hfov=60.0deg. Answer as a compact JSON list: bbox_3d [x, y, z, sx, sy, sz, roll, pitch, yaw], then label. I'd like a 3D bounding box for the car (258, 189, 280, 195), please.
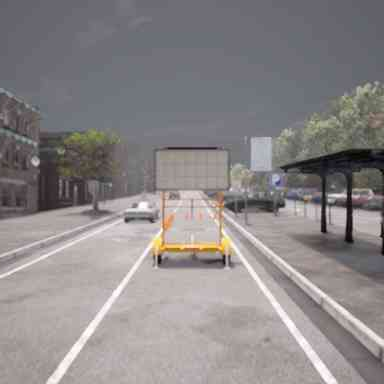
[{"bbox_3d":[18.753,0.035,81.289,4.892,1.521,2.231,0,1,0],"label":"car"}]

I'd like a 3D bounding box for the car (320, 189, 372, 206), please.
[{"bbox_3d":[18.775,0.676,39.652,5.566,2.045,2.435,0,1,0],"label":"car"}]

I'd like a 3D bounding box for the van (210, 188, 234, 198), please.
[{"bbox_3d":[5.807,0.215,64.080,4.442,1.987,1.878,0,1,0],"label":"van"}]

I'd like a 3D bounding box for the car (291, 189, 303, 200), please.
[{"bbox_3d":[18.813,0.710,53.539,4.792,1.488,2.163,0,1,0],"label":"car"}]

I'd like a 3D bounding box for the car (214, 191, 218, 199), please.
[{"bbox_3d":[5.716,0.894,41.654,5.008,1.535,2.097,0,1,0],"label":"car"}]

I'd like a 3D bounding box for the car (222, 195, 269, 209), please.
[{"bbox_3d":[5.731,1.023,36.049,4.674,1.452,2.002,0,1,0],"label":"car"}]

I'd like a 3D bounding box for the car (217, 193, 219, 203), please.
[{"bbox_3d":[5.547,1.025,33.245,5.366,1.575,1.946,0,1,0],"label":"car"}]

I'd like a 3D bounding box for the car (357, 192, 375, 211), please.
[{"bbox_3d":[18.821,1.060,31.329,4.892,1.521,2.231,0,1,0],"label":"car"}]

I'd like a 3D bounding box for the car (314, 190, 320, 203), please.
[{"bbox_3d":[18.793,0.884,42.430,4.892,1.521,2.231,0,1,0],"label":"car"}]

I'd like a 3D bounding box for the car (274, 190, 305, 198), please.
[{"bbox_3d":[18.956,0.426,64.638,5.366,1.575,1.946,0,1,0],"label":"car"}]

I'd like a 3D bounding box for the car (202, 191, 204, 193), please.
[{"bbox_3d":[5.643,-0.143,78.092,5.566,2.045,2.435,0,1,0],"label":"car"}]

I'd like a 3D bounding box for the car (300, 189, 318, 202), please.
[{"bbox_3d":[18.977,0.784,47.984,5.366,1.575,1.946,0,1,0],"label":"car"}]

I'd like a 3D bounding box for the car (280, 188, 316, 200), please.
[{"bbox_3d":[18.806,0.309,59.083,5.566,2.045,2.435,0,1,0],"label":"car"}]

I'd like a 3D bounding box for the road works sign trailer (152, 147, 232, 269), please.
[{"bbox_3d":[0.004,0.354,10.715,2.380,3.560,2.880,0,1,1],"label":"road works sign trailer"}]

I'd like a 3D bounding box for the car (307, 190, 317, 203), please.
[{"bbox_3d":[18.790,0.836,45.207,5.008,1.535,2.097,0,1,0],"label":"car"}]

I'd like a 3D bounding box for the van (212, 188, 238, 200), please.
[{"bbox_3d":[5.815,0.348,58.477,4.442,1.987,1.878,0,1,0],"label":"van"}]

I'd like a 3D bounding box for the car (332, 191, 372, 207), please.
[{"bbox_3d":[18.812,0.971,36.880,5.008,1.535,2.097,0,1,0],"label":"car"}]

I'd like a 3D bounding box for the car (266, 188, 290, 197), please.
[{"bbox_3d":[18.789,0.106,72.962,4.553,1.767,2.185,0,1,0],"label":"car"}]

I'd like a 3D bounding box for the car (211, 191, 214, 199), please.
[{"bbox_3d":[5.739,0.779,50.065,4.792,1.488,2.163,0,1,0],"label":"car"}]

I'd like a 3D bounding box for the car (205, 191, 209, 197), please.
[{"bbox_3d":[5.666,0.256,61.276,5.566,2.045,2.435,0,1,0],"label":"car"}]

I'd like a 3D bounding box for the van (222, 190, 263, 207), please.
[{"bbox_3d":[5.841,0.713,38.848,4.442,1.987,1.878,0,1,0],"label":"van"}]

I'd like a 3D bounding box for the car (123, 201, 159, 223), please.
[{"bbox_3d":[-3.349,1.313,22.571,1.895,1.301,4.718,0,1,0],"label":"car"}]

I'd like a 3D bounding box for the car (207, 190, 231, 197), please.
[{"bbox_3d":[5.677,0.309,69.690,4.892,1.521,2.231,0,1,0],"label":"car"}]

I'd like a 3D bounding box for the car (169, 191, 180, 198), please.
[{"bbox_3d":[-3.277,0.506,64.233,1.994,1.385,4.181,0,1,1],"label":"car"}]

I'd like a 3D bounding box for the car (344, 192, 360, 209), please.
[{"bbox_3d":[18.816,1.015,34.105,5.008,1.535,2.097,0,1,0],"label":"car"}]

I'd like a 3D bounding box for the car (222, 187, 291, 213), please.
[{"bbox_3d":[5.708,0.821,30.438,5.566,2.045,2.435,0,1,0],"label":"car"}]

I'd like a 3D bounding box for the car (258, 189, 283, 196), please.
[{"bbox_3d":[18.566,0.097,78.513,5.366,1.575,1.946,0,1,0],"label":"car"}]

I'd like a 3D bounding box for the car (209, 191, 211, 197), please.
[{"bbox_3d":[5.708,0.635,55.675,4.892,1.521,2.231,0,1,0],"label":"car"}]

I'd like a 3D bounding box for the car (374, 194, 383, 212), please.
[{"bbox_3d":[18.847,1.133,28.555,4.792,1.488,2.163,0,1,0],"label":"car"}]

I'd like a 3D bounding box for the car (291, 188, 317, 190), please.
[{"bbox_3d":[18.752,0.370,56.307,5.566,2.045,2.435,0,1,0],"label":"car"}]

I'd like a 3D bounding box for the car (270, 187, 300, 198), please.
[{"bbox_3d":[18.795,0.112,67.408,5.566,2.045,2.435,0,1,0],"label":"car"}]

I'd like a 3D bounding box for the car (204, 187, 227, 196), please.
[{"bbox_3d":[5.640,-0.209,80.894,5.566,2.045,2.435,0,1,0],"label":"car"}]

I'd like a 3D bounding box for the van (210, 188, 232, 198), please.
[{"bbox_3d":[5.804,0.149,66.882,4.442,1.987,1.878,0,1,0],"label":"van"}]

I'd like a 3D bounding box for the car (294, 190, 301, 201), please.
[{"bbox_3d":[18.759,0.768,50.756,4.792,1.488,2.163,0,1,0],"label":"car"}]

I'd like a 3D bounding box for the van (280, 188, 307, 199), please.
[{"bbox_3d":[18.890,0.269,61.859,4.442,1.987,1.878,0,1,0],"label":"van"}]

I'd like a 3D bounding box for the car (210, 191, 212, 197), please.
[{"bbox_3d":[5.703,0.733,52.873,4.674,1.452,2.002,0,1,0],"label":"car"}]
